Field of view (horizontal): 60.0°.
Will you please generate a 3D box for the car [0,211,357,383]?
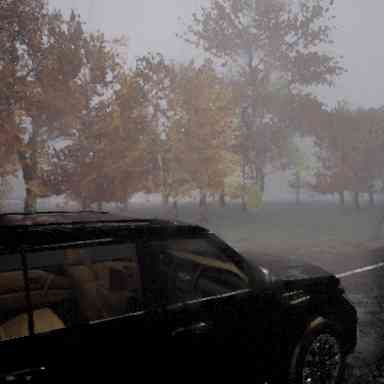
[{"bbox_3d":[-0.708,1.216,3.230,5.566,2.045,2.150,-1,0,-35],"label":"car"}]
